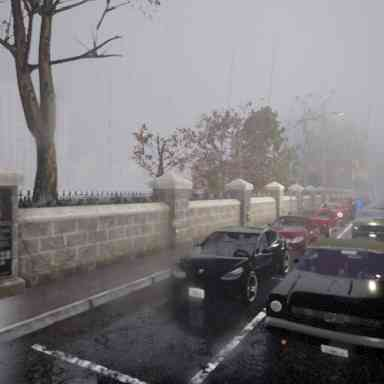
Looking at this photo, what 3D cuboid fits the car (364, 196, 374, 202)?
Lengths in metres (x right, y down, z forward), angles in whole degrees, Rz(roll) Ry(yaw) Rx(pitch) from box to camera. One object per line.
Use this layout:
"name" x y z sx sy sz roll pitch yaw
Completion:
"car" 43.386 1.664 81.426 1.887 1.381 4.507 0 0 30

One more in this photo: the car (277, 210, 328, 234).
"car" 3.988 1.581 13.157 1.802 1.307 4.206 0 0 30

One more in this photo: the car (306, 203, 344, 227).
"car" 6.801 1.544 18.032 1.887 1.381 4.507 0 0 30

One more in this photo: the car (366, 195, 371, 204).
"car" 26.501 1.616 52.167 1.947 1.339 4.313 0 0 30

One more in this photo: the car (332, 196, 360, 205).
"car" 12.429 1.328 27.784 2.192 1.841 5.009 0 0 30

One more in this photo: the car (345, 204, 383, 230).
"car" 9.361 1.547 17.081 2.033 1.411 5.357 0 0 30

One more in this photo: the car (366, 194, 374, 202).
"car" 32.129 1.384 61.920 2.192 1.841 5.009 0 0 30

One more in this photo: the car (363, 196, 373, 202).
"car" 40.572 1.688 76.549 1.802 1.307 4.206 0 0 30

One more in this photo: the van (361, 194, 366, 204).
"van" 20.872 1.375 42.415 1.690 1.788 3.998 0 0 30

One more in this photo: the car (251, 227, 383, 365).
"car" 2.802 1.600 5.916 1.895 1.301 4.718 0 0 30

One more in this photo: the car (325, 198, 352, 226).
"car" 9.615 1.446 22.906 1.967 1.590 4.097 0 0 30

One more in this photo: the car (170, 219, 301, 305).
"car" 1.174 1.565 8.281 1.947 1.339 4.313 0 0 30
